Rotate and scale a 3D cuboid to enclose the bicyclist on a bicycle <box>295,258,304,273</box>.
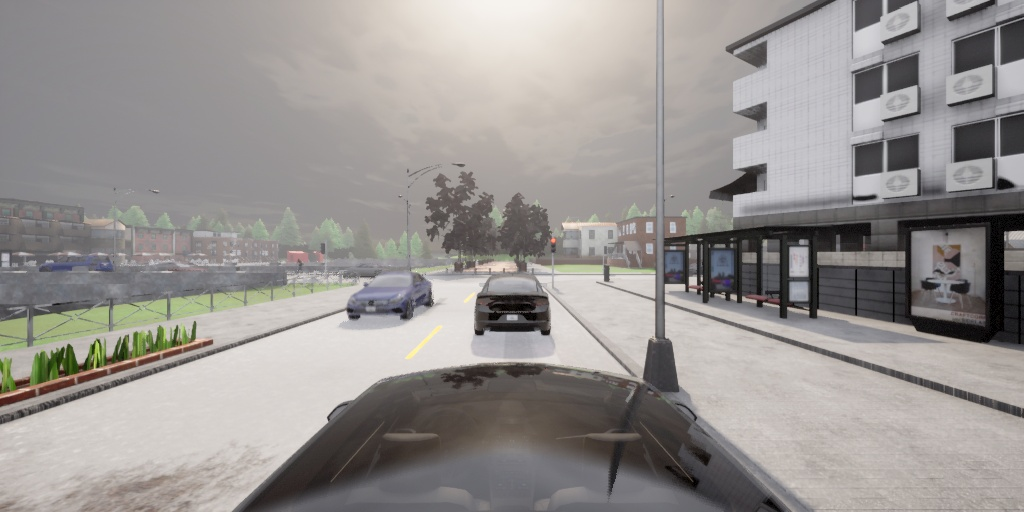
[{"bbox_3d":[-23.462,1.099,39.554,0.582,1.620,1.656,0,0,0],"label":"bicyclist on a bicycle"}]

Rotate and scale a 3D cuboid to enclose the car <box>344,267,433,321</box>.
[{"bbox_3d":[-4.053,1.276,12.677,1.812,1.442,4.674,0,0,1],"label":"car"}]

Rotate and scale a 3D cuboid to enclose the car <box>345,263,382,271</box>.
[{"bbox_3d":[-12.306,1.314,31.172,4.181,1.385,1.994,0,0,0],"label":"car"}]

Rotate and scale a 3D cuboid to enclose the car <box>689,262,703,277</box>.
[{"bbox_3d":[18.419,1.314,35.414,4.181,1.385,1.994,0,0,0],"label":"car"}]

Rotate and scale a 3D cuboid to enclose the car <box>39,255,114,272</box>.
[{"bbox_3d":[-42.686,0.971,35.231,5.566,2.045,2.150,0,0,0],"label":"car"}]

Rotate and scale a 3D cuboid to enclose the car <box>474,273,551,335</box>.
[{"bbox_3d":[0.025,1.228,10.502,1.882,1.535,5.008,0,0,0],"label":"car"}]

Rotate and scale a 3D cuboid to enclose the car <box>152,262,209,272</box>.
[{"bbox_3d":[-29.032,1.275,31.166,4.674,1.442,1.812,0,0,0],"label":"car"}]
